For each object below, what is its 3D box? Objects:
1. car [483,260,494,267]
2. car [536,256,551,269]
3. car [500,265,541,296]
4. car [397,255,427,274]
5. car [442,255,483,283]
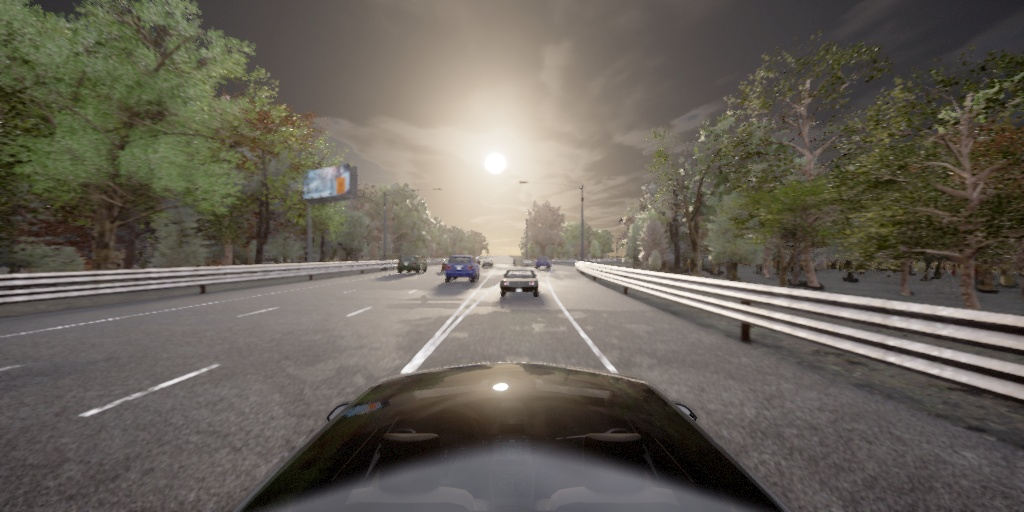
[{"bbox_3d":[-4.217,1.304,63.629,1.895,1.301,4.718,0,0,-1],"label":"car"},{"bbox_3d":[5.225,1.045,59.175,2.150,2.045,5.566,0,0,11],"label":"car"},{"bbox_3d":[0.473,1.340,19.303,1.895,1.301,4.718,0,0,3],"label":"car"},{"bbox_3d":[-10.915,0.922,39.557,2.150,2.045,5.566,0,0,-1],"label":"car"},{"bbox_3d":[-3.766,0.947,27.977,2.150,2.045,5.566,0,0,-1],"label":"car"}]
